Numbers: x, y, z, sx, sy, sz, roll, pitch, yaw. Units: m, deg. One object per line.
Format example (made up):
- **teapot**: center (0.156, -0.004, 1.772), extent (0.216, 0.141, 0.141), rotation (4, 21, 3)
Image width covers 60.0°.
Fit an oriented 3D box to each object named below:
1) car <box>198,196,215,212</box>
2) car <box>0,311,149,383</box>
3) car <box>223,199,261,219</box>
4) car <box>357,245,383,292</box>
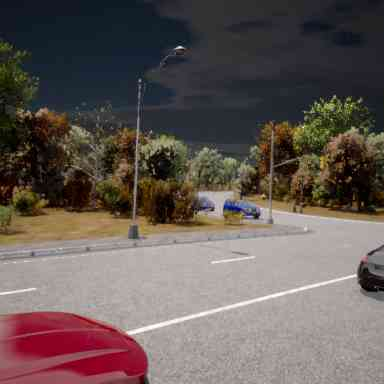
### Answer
- **car**: center (1.502, 1.663, 48.121), extent (2.150, 2.045, 5.566), rotation (3, 1, -18)
- **car**: center (-2.610, 1.478, 1.881), extent (5.008, 1.535, 1.882), rotation (0, 0, -36)
- **car**: center (5.447, 1.849, 37.170), extent (2.150, 2.045, 5.566), rotation (3, -1, -22)
- **car**: center (5.815, 1.666, 7.949), extent (4.181, 1.385, 1.994), rotation (1, -1, -35)
